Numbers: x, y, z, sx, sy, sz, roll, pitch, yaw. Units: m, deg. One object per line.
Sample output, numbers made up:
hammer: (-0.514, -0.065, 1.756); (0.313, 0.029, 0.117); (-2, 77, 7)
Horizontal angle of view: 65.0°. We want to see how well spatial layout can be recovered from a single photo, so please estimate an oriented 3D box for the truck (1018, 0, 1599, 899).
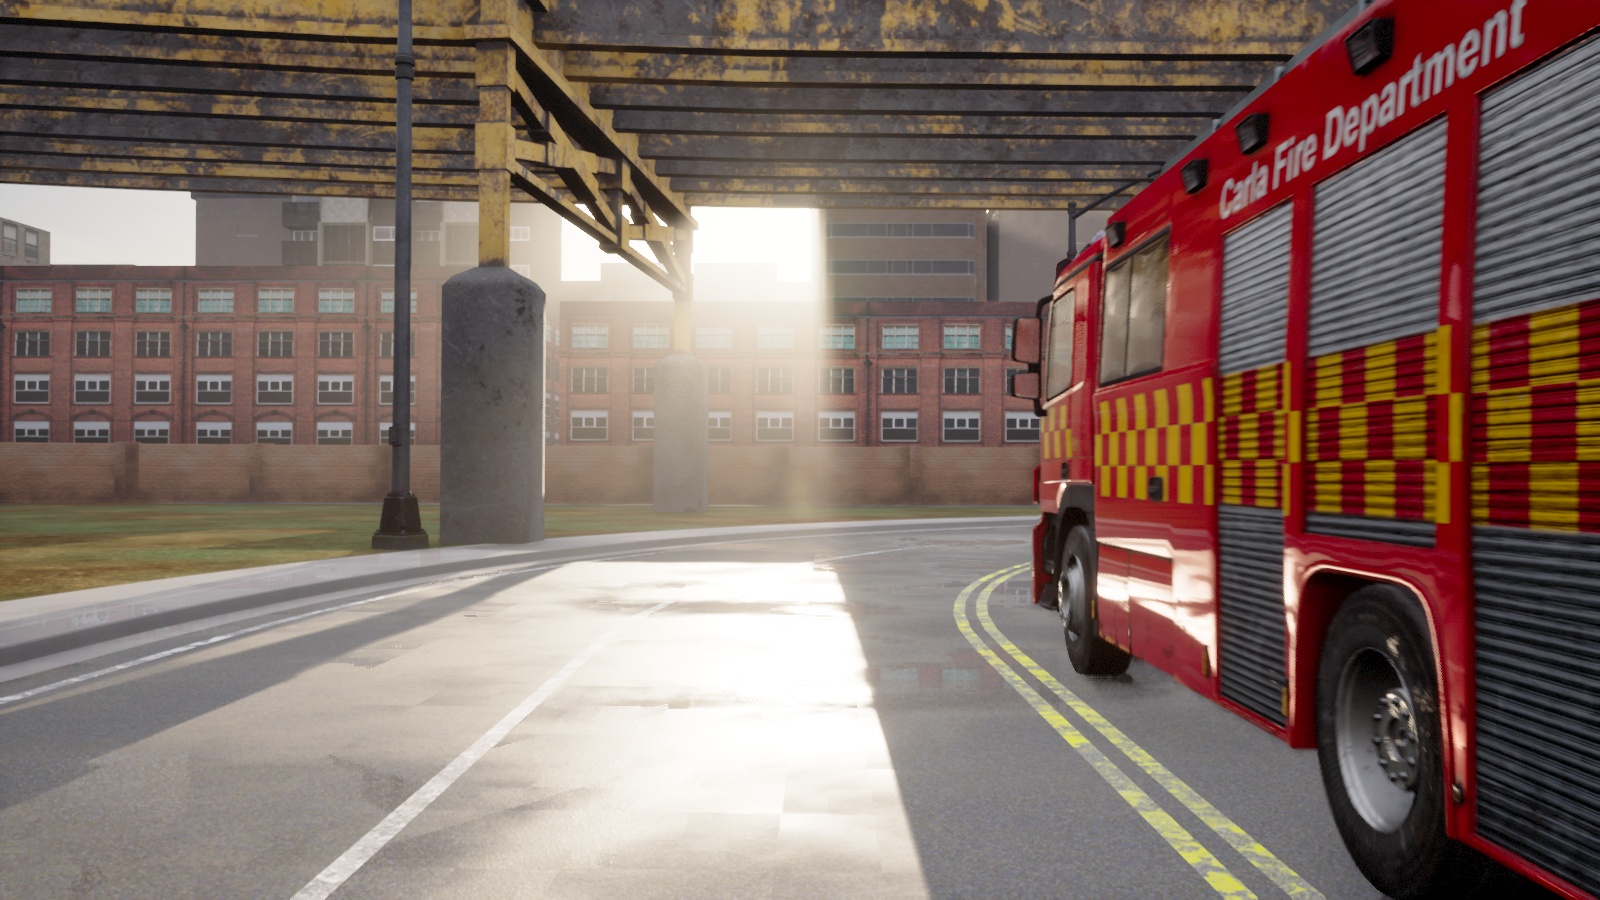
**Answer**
truck: (3.481, -0.247, 7.400); (2.891, 3.827, 8.468); (0, -1, 0)
